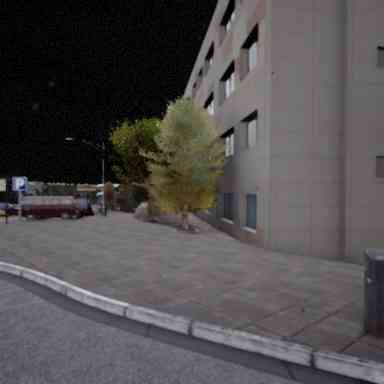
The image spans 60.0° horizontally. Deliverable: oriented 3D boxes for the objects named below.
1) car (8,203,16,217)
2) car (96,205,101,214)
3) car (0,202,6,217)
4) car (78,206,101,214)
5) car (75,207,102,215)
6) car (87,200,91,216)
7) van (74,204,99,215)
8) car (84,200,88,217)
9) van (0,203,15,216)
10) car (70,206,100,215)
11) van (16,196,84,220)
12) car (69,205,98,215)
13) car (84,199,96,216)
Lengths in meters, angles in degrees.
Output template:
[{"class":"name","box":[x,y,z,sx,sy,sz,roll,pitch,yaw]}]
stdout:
[{"class":"car","box":[-24.068,2.681,46.858,1.882,1.535,5.008,0,-3,-13]},{"class":"car","box":[-15.726,2.567,45.885,5.366,1.575,1.946,0,-3,-13]},{"class":"car","box":[-29.152,2.542,48.199,5.566,2.045,2.435,0,-3,-13]},{"class":"car","box":[-21.611,3.812,70.299,4.553,1.767,2.185,0,-3,-13]},{"class":"car","box":[-21.036,3.792,67.689,5.008,1.535,2.097,0,-3,-13]},{"class":"car","box":[-12.736,1.816,32.320,5.008,1.535,2.097,0,-3,-14]},{"class":"van","box":[-20.481,3.407,64.838,4.442,1.987,1.878,0,-3,-13]},{"class":"car","box":[-12.060,1.712,29.572,4.792,1.488,2.163,0,-3,-13]},{"class":"van","box":[-29.874,2.719,50.891,4.442,1.987,1.878,0,-3,-13]},{"class":"car","box":[-19.098,3.330,59.420,4.892,1.521,2.231,0,-3,-13]},{"class":"van","box":[-11.341,1.348,26.891,4.442,1.987,1.878,0,-2,-13]},{"class":"car","box":[-18.487,3.052,56.707,4.553,1.767,2.185,0,-3,-13]},{"class":"car","box":[-13.388,1.710,34.986,5.566,2.045,2.435,0,-3,-13]}]
